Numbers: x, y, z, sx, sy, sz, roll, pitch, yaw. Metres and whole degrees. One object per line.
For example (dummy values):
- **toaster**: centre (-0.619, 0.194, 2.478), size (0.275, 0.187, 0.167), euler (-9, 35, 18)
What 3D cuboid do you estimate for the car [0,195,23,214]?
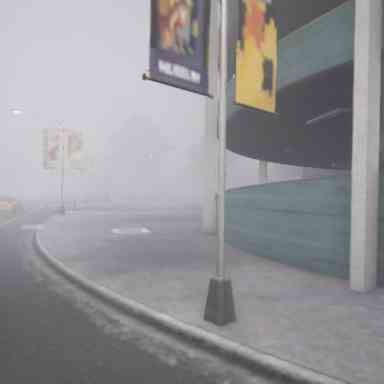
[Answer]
- **car**: centre (-15.752, 1.002, 28.384), size (1.801, 1.575, 5.366), euler (1, 0, -17)
